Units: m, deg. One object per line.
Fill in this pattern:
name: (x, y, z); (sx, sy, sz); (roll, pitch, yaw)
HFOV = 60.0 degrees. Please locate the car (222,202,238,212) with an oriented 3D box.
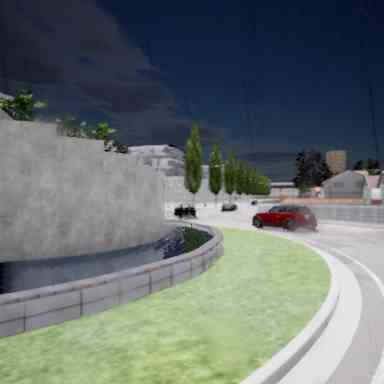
car: (5.898, 2.299, 51.487); (1.994, 1.385, 4.181); (-1, -1, 17)

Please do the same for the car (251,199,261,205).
car: (16.418, 2.643, 85.238); (1.994, 1.385, 4.181); (-1, -1, 18)

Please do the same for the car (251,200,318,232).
car: (6.181, 1.659, 22.693); (2.097, 1.767, 4.553); (0, -1, -30)

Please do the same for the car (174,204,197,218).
car: (-0.765, 2.043, 36.550); (2.128, 1.511, 4.902); (0, -1, -12)
